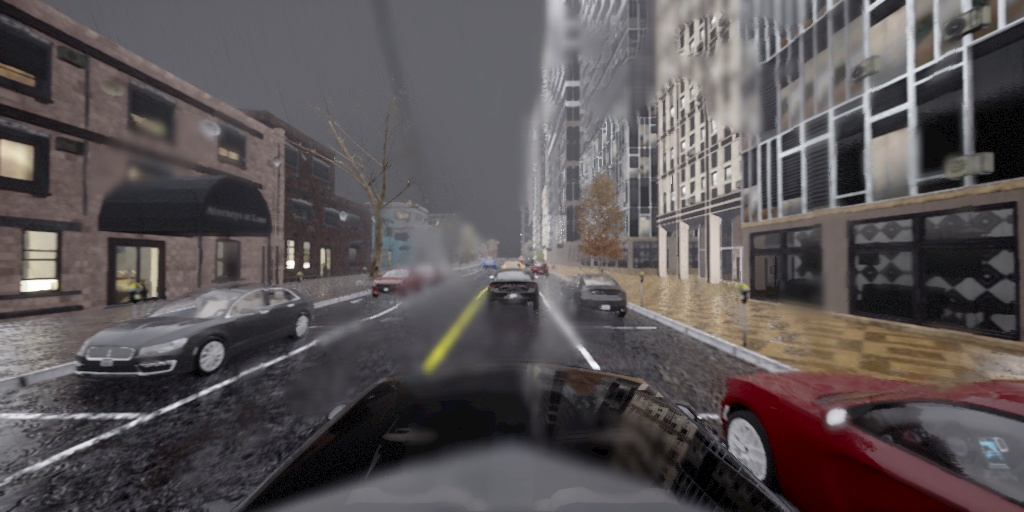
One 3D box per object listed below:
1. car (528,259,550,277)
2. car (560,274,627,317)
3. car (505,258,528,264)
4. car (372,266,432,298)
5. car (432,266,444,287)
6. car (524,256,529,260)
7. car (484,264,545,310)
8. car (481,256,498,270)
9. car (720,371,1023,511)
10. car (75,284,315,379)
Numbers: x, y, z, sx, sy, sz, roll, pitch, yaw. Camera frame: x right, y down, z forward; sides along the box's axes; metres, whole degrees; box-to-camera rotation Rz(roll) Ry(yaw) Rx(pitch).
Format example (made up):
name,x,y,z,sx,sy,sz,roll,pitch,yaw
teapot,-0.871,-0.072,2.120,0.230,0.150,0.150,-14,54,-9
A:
name,x,y,z,sx,sy,sz,roll,pitch,yaw
car,2.701,1.274,35.484,1.888,1.381,4.507,0,0,0
car,2.798,1.293,12.909,2.007,1.370,4.403,0,0,0
car,0.089,1.209,30.205,1.882,1.535,5.008,0,0,0
car,-5.753,1.284,18.613,1.888,1.381,4.507,0,0,0
car,-5.717,1.317,24.257,1.802,1.307,4.207,0,0,0
car,3.018,1.220,61.438,1.837,1.490,4.892,0,0,0
car,0.081,1.219,14.534,1.882,1.535,5.008,0,-1,0
car,-3.064,1.198,51.092,1.882,1.535,5.008,0,0,0
car,2.821,1.295,1.620,1.888,1.381,4.507,0,0,0
car,-5.818,1.297,7.324,2.007,1.370,4.403,0,0,0
